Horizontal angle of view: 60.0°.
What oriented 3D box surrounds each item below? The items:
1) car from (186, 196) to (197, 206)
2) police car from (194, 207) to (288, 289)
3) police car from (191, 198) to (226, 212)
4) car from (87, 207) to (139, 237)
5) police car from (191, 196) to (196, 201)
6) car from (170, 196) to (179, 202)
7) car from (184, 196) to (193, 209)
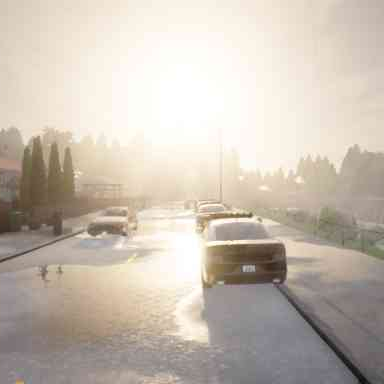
[{"bbox_3d":[-0.063,1.505,57.588,1.837,1.490,4.892,0,0,0],"label":"car"},{"bbox_3d":[1.150,1.401,9.354,1.930,1.638,5.238,-2,-1,0],"label":"police car"},{"bbox_3d":[1.122,1.375,19.346,1.930,1.638,5.238,-4,0,0],"label":"police car"},{"bbox_3d":[-4.121,1.547,18.293,2.033,1.411,5.357,0,0,0],"label":"car"},{"bbox_3d":[1.118,1.375,25.338,1.930,1.638,5.238,-4,0,0],"label":"police car"},{"bbox_3d":[-4.089,1.564,79.069,1.994,1.385,4.181,0,0,0],"label":"car"},{"bbox_3d":[-0.015,1.564,45.227,1.994,1.385,4.181,0,0,0],"label":"car"}]
